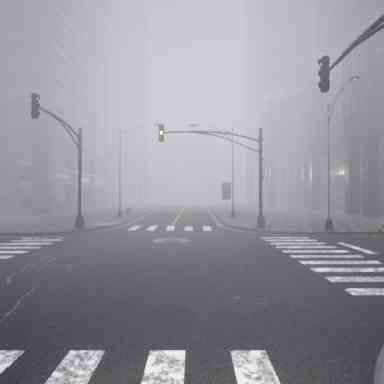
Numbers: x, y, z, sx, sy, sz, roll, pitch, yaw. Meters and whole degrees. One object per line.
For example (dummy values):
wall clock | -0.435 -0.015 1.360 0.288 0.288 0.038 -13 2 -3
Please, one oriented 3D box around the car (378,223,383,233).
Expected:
car | 11.756 1.564 16.241 4.829 1.417 1.752 0 -1 0
